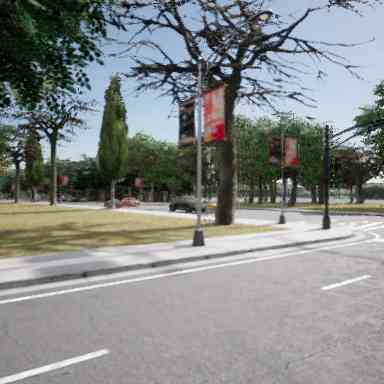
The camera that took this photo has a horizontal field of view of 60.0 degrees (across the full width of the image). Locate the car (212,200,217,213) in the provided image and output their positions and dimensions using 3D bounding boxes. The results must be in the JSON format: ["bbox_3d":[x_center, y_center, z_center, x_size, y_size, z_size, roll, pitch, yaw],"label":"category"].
[{"bbox_3d":[2.123,1.686,40.513,1.882,1.535,5.008,0,-1,-36],"label":"car"}]

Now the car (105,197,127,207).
[{"bbox_3d":[-13.124,1.905,56.142,1.994,1.385,4.181,0,-1,-36],"label":"car"}]

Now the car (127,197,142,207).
[{"bbox_3d":[-10.606,1.710,58.210,2.097,1.767,4.553,0,-1,-36],"label":"car"}]

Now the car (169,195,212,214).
[{"bbox_3d":[-0.577,1.410,38.696,2.150,2.045,5.566,0,-1,-36],"label":"car"}]
